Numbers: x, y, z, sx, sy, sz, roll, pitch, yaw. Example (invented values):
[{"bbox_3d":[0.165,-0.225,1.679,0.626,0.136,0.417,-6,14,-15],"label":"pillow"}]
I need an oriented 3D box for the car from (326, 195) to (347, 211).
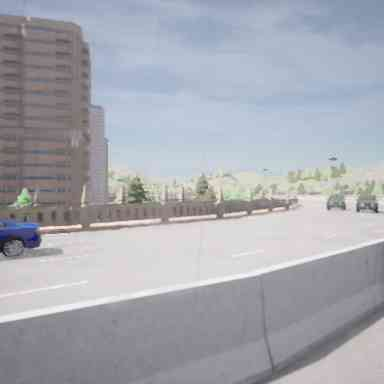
[{"bbox_3d":[18.748,1.355,43.000,2.150,2.045,5.566,0,0,26],"label":"car"}]

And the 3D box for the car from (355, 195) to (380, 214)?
[{"bbox_3d":[19.942,1.333,37.792,2.150,2.045,5.566,0,0,28],"label":"car"}]

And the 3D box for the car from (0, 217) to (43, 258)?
[{"bbox_3d":[-7.870,1.537,11.397,5.008,1.535,1.882,0,0,-37],"label":"car"}]
